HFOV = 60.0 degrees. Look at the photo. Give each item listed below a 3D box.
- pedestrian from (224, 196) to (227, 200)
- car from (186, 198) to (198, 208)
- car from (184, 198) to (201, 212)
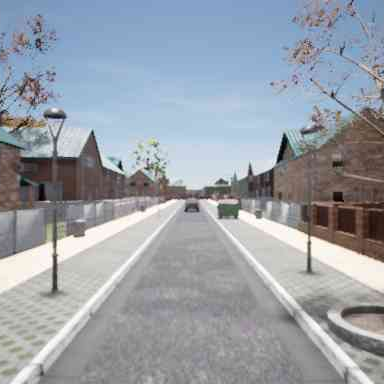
[{"bbox_3d":[3.008,1.263,30.008,0.375,1.860,0.375,2,-2,-6],"label":"pedestrian"},{"bbox_3d":[0.018,1.696,53.463,1.882,1.535,5.008,0,0,0],"label":"car"},{"bbox_3d":[0.038,1.676,41.966,1.837,1.490,4.892,0,0,1],"label":"car"}]
